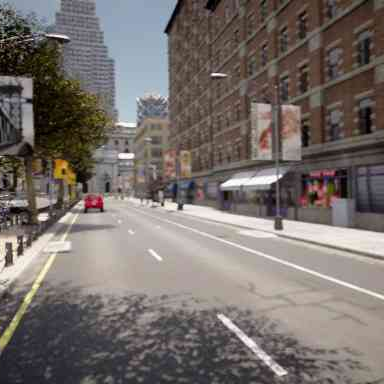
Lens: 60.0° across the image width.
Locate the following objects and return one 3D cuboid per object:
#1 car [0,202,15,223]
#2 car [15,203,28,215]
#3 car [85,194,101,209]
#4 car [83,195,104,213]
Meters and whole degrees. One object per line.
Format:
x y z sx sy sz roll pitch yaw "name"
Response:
-16.268 1.603 27.048 2.097 1.767 4.553 -1 0 -17 "car"
-19.165 1.887 36.641 1.895 1.301 4.718 -1 0 -16 "car"
-14.755 1.403 49.665 2.150 2.045 5.566 -1 0 -17 "car"
-11.695 1.364 39.704 2.150 2.045 5.566 -1 0 -17 "car"
